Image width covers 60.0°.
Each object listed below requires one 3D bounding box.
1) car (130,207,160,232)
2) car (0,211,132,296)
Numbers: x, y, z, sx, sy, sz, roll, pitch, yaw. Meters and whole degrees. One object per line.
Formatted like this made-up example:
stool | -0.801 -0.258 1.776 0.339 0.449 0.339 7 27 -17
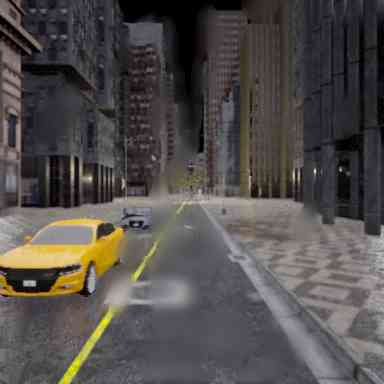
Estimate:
car | -3.014 1.588 19.980 1.994 1.385 4.181 0 0 0
car | -3.091 1.483 8.839 1.882 1.535 5.008 0 0 0
